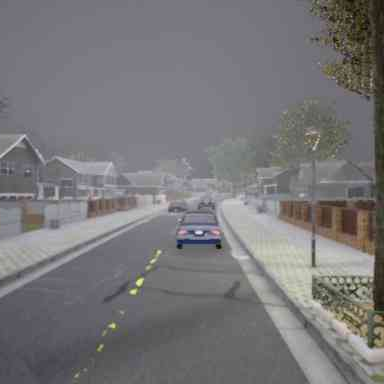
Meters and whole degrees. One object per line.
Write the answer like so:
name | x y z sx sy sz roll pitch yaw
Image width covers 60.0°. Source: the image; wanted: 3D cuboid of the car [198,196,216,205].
car | 1.918 1.267 42.178 2.097 1.767 4.553 0 0 5

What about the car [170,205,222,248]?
car | 0.334 1.534 14.760 2.033 1.411 5.357 0 0 2

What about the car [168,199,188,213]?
car | -1.432 1.486 36.659 2.033 1.411 5.357 0 0 5
